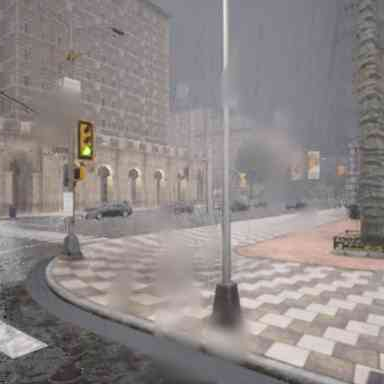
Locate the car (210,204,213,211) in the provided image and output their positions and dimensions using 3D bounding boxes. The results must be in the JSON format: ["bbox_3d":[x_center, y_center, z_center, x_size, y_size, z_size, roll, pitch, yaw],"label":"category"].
[{"bbox_3d":[4.395,1.780,45.587,1.837,1.490,4.892,0,0,37],"label":"car"}]

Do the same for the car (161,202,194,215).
[{"bbox_3d":[-1.585,1.808,37.599,1.994,1.385,4.181,0,0,37],"label":"car"}]

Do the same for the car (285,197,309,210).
[{"bbox_3d":[15.118,1.804,47.976,2.033,1.411,5.357,0,0,36],"label":"car"}]

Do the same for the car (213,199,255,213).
[{"bbox_3d":[5.182,1.788,40.456,2.033,1.411,5.357,0,0,37],"label":"car"}]

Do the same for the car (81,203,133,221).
[{"bbox_3d":[-7.505,1.704,29.699,2.128,1.511,4.902,0,0,38],"label":"car"}]

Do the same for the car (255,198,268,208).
[{"bbox_3d":[10.622,1.800,53.929,2.128,1.511,4.902,0,0,37],"label":"car"}]
